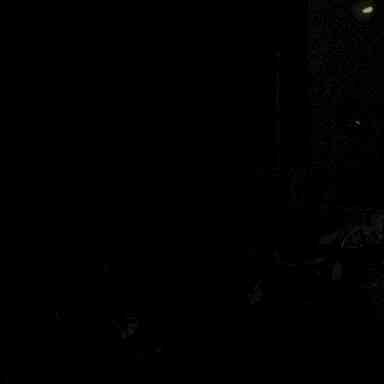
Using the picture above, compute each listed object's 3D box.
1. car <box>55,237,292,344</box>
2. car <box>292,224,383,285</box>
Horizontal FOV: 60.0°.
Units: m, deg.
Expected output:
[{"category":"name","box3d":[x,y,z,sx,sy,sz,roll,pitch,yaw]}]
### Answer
[{"category":"car","box3d":[-0.306,1.597,6.441,4.313,1.339,1.947,1,-1,-35]},{"category":"car","box3d":[4.177,1.635,9.636,4.403,1.369,2.008,1,-1,-35]}]
